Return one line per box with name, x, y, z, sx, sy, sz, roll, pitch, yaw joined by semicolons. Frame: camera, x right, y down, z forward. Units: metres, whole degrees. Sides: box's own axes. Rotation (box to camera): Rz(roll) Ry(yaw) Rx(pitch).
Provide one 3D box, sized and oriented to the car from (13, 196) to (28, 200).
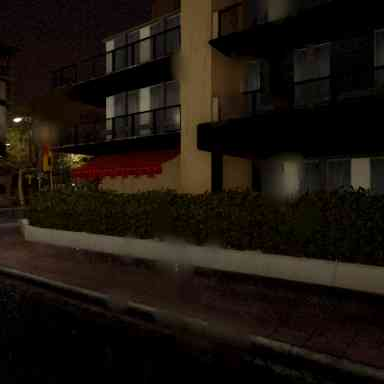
car;-36.180;1.481;67.980;4.892;1.521;2.231;0;0;36
